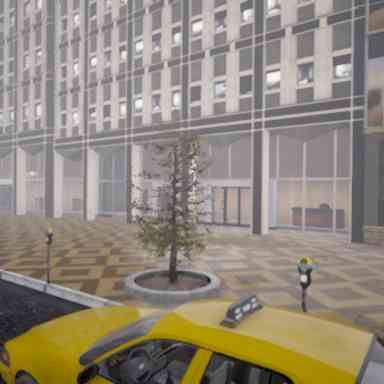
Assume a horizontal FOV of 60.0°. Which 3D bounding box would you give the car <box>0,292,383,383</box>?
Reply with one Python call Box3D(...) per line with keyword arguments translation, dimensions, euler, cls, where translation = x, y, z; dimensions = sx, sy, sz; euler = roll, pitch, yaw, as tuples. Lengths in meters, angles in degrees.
Box3D(translation=(0.178, 1.521, 2.738), dimensions=(4.829, 1.417, 1.752), euler=(0, 1, 36), cls="car")
